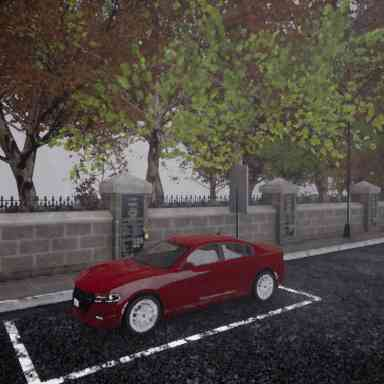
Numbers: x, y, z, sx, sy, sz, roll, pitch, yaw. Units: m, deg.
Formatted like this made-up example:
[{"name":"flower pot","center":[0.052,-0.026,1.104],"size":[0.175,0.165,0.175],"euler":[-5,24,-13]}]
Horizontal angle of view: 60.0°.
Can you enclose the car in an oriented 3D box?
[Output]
[{"name":"car","center":[-0.045,1.545,6.688],"size":[4.507,1.381,1.887],"euler":[0,0,-36]}]
